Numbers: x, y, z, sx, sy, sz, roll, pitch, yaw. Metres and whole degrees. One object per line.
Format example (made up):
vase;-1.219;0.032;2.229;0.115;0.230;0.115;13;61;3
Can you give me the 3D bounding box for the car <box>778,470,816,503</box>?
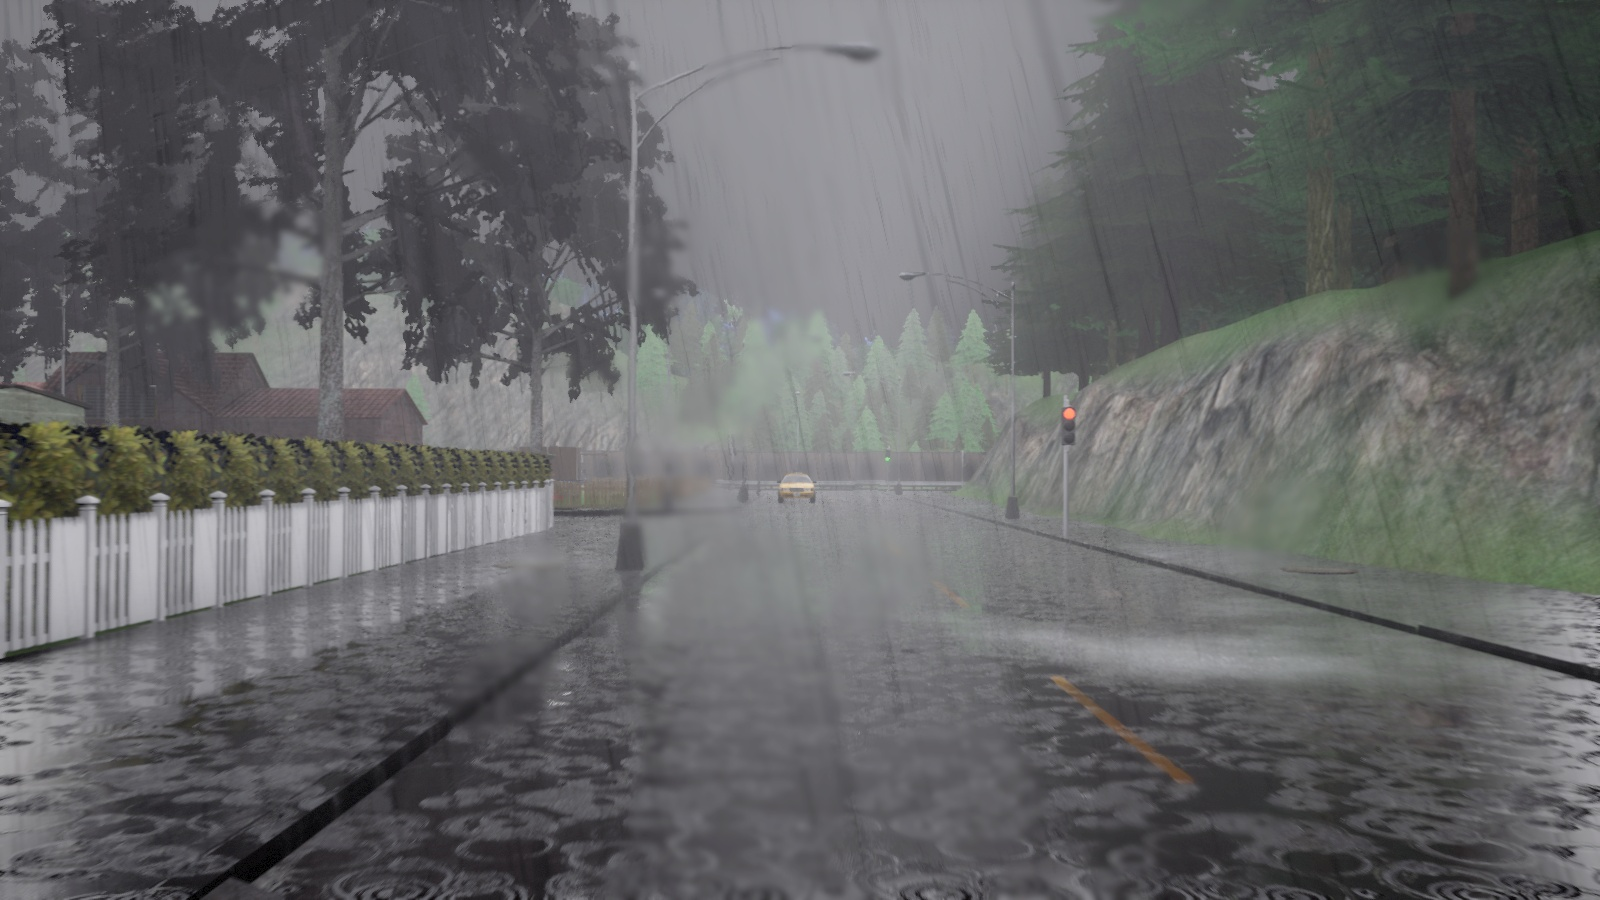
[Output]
car;-0.145;1.808;62.932;1.801;1.575;5.366;0;-1;0
